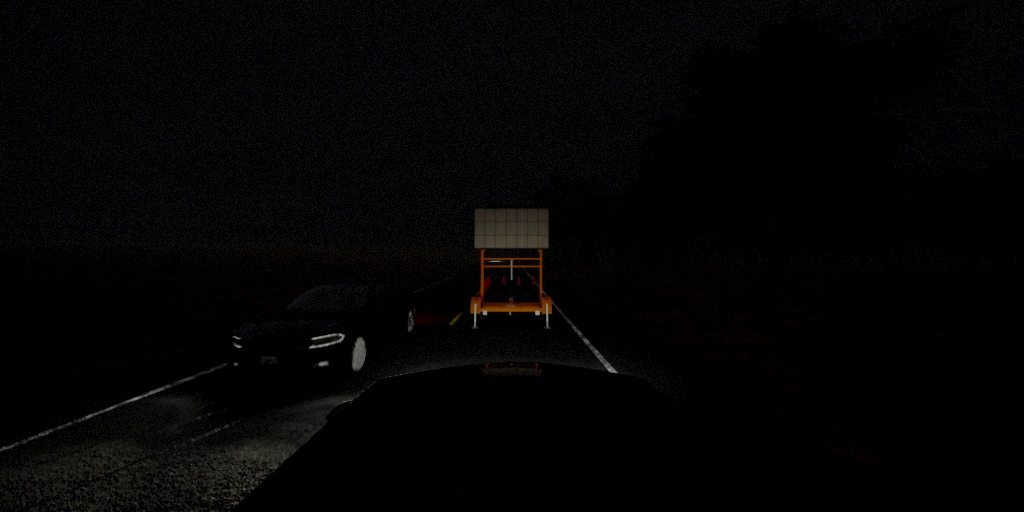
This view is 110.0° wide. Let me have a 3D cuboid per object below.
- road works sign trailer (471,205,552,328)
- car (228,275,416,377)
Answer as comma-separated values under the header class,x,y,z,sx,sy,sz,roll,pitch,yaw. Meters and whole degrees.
class,x,y,z,sx,sy,sz,roll,pitch,yaw
road works sign trailer,-0.011,0.203,11.284,2.380,3.560,2.880,0,0,0
car,-3.513,1.224,7.674,1.882,1.535,5.008,0,0,0
